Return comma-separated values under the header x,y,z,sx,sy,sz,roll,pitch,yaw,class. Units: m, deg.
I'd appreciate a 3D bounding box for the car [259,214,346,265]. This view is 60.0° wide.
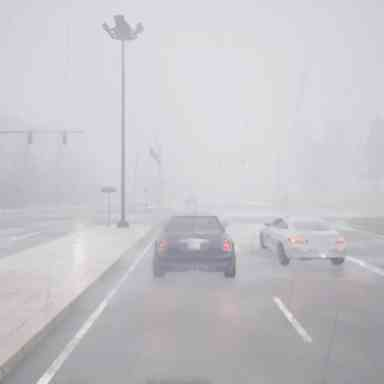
x,y,z,sx,sy,sz,roll,pitch,yaw,class
3.580,1.490,11.377,1.812,1.442,4.674,0,0,0,car

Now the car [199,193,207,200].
x,y,z,sx,sy,sz,roll,pitch,yaw,class
2.899,1.237,87.559,1.812,1.442,4.674,0,0,-1,car

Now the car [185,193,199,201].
x,y,z,sx,sy,sz,roll,pitch,yaw,class
-0.131,1.346,56.999,1.812,1.442,4.674,0,0,-1,car

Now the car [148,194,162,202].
x,y,z,sx,sy,sz,roll,pitch,yaw,class
-8.360,1.129,71.857,2.097,1.767,4.553,0,0,-1,car

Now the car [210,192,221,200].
x,y,z,sx,sy,sz,roll,pitch,yaw,class
6.404,0.940,87.285,2.150,2.045,5.566,0,0,-1,car

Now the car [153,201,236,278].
x,y,z,sx,sy,sz,roll,pitch,yaw,class
0.075,1.320,10.179,2.097,1.767,4.553,0,0,0,car
